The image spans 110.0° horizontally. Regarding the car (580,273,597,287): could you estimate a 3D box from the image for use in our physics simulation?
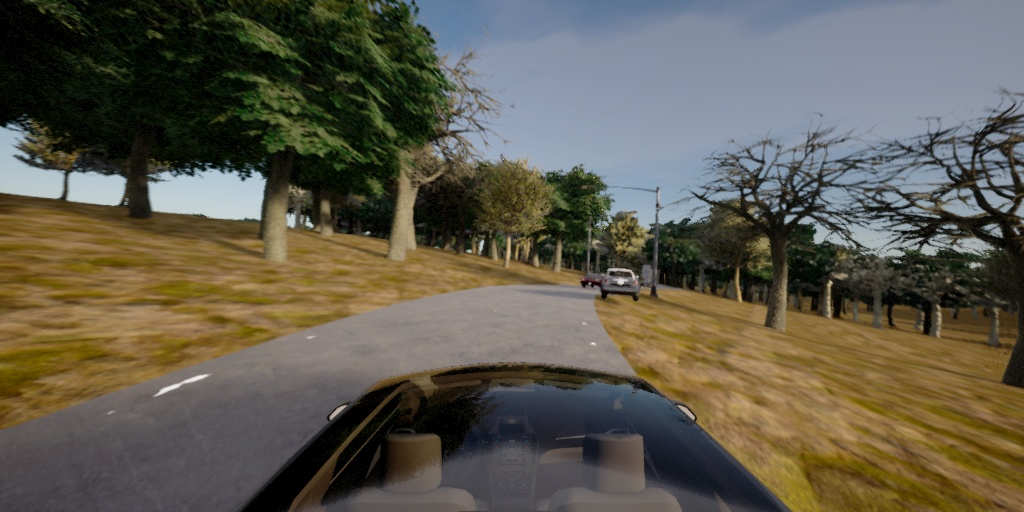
[{"bbox_3d":[7.854,2.293,33.385,1.895,1.301,4.718,2,-4,27],"label":"car"}]

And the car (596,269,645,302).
[{"bbox_3d":[5.748,1.443,19.201,1.970,1.475,3.806,3,-1,15],"label":"car"}]

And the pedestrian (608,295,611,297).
[{"bbox_3d":[5.744,1.769,21.475,0.375,1.300,0.375,5,-3,2],"label":"pedestrian"}]
